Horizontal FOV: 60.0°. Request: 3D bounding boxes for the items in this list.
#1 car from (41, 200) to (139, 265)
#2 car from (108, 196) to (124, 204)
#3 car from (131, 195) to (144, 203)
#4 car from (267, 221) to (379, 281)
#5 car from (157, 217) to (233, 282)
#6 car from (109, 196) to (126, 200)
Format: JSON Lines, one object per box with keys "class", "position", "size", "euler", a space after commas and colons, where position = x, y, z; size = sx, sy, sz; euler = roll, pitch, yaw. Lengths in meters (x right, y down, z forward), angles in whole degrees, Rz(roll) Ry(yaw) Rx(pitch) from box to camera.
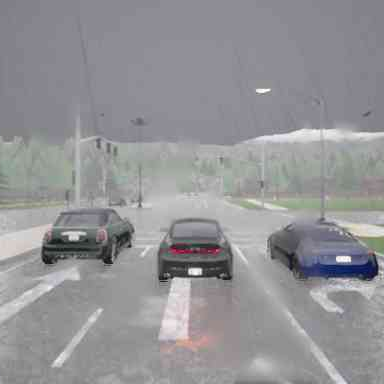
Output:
{"class": "car", "position": [-3.396, 1.339, 11.734], "size": [2.097, 1.767, 4.553], "euler": [0, 0, 0]}
{"class": "car", "position": [-14.299, 1.492, 62.915], "size": [1.994, 1.385, 4.181], "euler": [0, 0, 1]}
{"class": "car", "position": [-10.738, 1.418, 65.637], "size": [2.128, 1.511, 4.902], "euler": [0, 0, 1]}
{"class": "car", "position": [3.586, 1.553, 9.867], "size": [1.994, 1.385, 4.181], "euler": [0, 0, 0]}
{"class": "car", "position": [0.090, 1.494, 9.733], "size": [1.837, 1.490, 4.892], "euler": [0, 0, 0]}
{"class": "car", "position": [-10.990, 1.436, 49.001], "size": [2.128, 1.511, 4.902], "euler": [0, 0, 1]}
